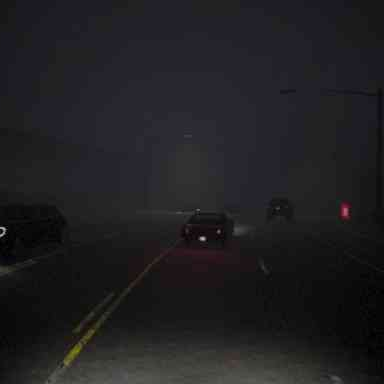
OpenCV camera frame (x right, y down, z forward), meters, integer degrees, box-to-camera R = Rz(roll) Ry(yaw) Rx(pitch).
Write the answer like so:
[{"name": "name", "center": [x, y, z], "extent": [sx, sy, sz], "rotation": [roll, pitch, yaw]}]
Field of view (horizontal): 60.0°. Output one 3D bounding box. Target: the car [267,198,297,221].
[{"name": "car", "center": [8.798, 1.695, 32.836], "extent": [2.150, 2.045, 5.566], "rotation": [0, -2, 21]}]

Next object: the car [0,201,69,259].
[{"name": "car", "center": [-6.333, 1.192, 11.925], "extent": [2.097, 1.767, 4.553], "rotation": [1, 0, 7]}]

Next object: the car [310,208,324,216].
[{"name": "car", "center": [22.816, 3.649, 60.572], "extent": [1.812, 1.442, 4.674], "rotation": [1, -3, 29]}]

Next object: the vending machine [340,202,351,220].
[{"name": "vending machine", "center": [18.353, 2.282, 39.844], "extent": [1.100, 2.100, 0.880], "rotation": [2, -1, 26]}]

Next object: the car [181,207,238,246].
[{"name": "car", "center": [0.907, 1.624, 15.718], "extent": [1.895, 1.301, 4.718], "rotation": [1, 0, 12]}]

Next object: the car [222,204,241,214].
[{"name": "car", "center": [6.100, 2.643, 51.904], "extent": [1.837, 1.490, 4.892], "rotation": [1, -3, 28]}]

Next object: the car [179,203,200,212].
[{"name": "car", "center": [-0.176, 2.260, 47.067], "extent": [1.994, 1.385, 4.181], "rotation": [1, -2, 25]}]

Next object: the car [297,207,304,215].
[{"name": "car", "center": [19.271, 3.495, 61.314], "extent": [1.882, 1.535, 5.008], "rotation": [1, -3, 29]}]
